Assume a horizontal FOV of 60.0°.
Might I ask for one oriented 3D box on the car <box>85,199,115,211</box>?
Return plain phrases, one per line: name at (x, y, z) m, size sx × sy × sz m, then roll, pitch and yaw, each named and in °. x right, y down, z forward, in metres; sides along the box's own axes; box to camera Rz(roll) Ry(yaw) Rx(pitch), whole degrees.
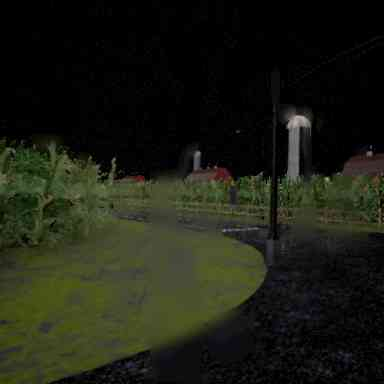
car at (-10.519, 1.477, 37.773) m, size 1.895 × 1.301 × 4.718 m, roll 2°, pitch -1°, yaw -37°
